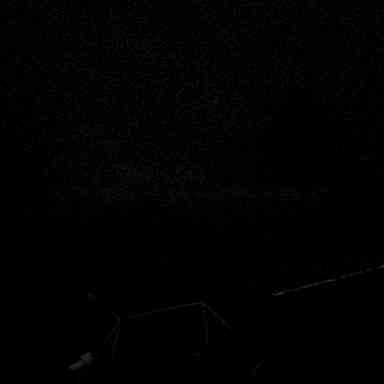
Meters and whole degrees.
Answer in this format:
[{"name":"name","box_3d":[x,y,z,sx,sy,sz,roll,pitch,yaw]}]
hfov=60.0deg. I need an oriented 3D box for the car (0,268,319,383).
[{"name":"car","box_3d":[-0.881,1.604,3.365,4.718,1.301,1.895,0,0,-36]}]
